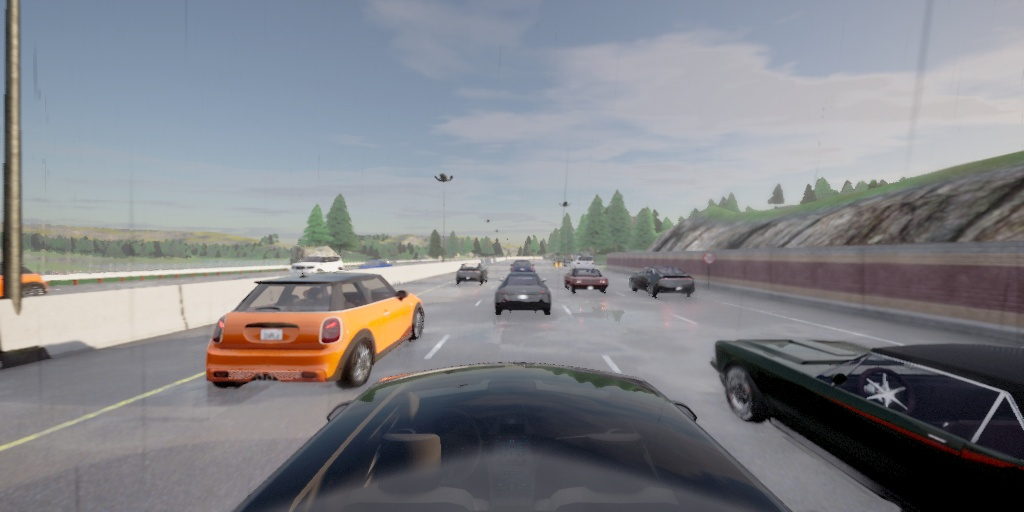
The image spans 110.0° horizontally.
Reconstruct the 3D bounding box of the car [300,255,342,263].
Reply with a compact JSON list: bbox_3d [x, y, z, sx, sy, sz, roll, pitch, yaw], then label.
[{"bbox_3d":[-16.777,0.899,31.151,2.150,2.045,5.566,0,0,2],"label":"car"}]

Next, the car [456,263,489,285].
[{"bbox_3d":[-2.757,1.216,25.522,2.128,1.511,4.902,0,0,2],"label":"car"}]

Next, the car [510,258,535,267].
[{"bbox_3d":[0.899,1.083,30.822,2.097,1.767,4.553,0,0,2],"label":"car"}]

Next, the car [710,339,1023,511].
[{"bbox_3d":[3.656,1.361,2.830,1.895,1.301,4.718,0,0,0],"label":"car"}]

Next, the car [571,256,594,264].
[{"bbox_3d":[8.235,0.966,42.152,2.150,2.045,5.566,0,0,2],"label":"car"}]

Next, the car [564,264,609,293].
[{"bbox_3d":[4.101,1.349,20.650,1.895,1.301,4.718,0,0,2],"label":"car"}]

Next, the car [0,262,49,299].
[{"bbox_3d":[-20.826,1.032,13.226,2.097,1.767,4.553,0,0,2],"label":"car"}]

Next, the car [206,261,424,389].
[{"bbox_3d":[-3.239,1.089,7.010,2.097,1.767,4.553,0,0,1],"label":"car"}]

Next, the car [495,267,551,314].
[{"bbox_3d":[0.412,1.306,13.724,1.994,1.385,4.181,0,0,2],"label":"car"}]

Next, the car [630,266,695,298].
[{"bbox_3d":[7.543,1.252,18.451,2.128,1.511,4.902,0,0,2],"label":"car"}]
